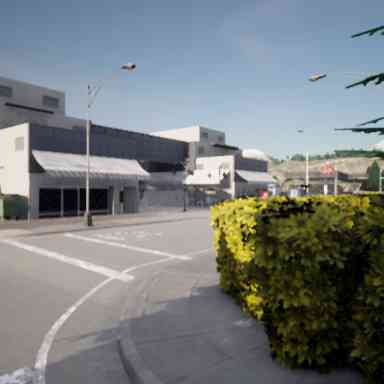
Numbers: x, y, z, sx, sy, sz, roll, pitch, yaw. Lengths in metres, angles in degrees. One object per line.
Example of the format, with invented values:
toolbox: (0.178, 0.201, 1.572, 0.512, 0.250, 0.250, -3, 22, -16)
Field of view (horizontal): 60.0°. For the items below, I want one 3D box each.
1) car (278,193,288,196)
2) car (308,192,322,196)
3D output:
car: (20.522, 1.029, 74.256, 1.970, 1.475, 3.806, 1, 0, 39)
car: (27.814, 1.120, 77.407, 2.007, 1.523, 4.514, 1, 0, 39)
